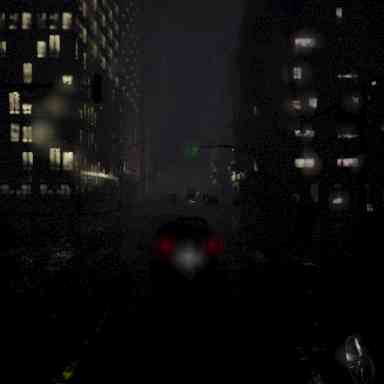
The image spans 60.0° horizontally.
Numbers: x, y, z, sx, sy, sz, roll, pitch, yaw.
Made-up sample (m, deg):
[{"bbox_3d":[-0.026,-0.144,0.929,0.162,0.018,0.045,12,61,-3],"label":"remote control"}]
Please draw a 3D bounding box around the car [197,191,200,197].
[{"bbox_3d":[2.439,0.961,62.819,2.008,1.369,4.403,0,1,0],"label":"car"}]

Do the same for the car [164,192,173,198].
[{"bbox_3d":[-6.033,0.762,85.378,2.008,1.369,4.403,0,0,0],"label":"car"}]

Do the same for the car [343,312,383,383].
[{"bbox_3d":[2.683,1.543,2.233,1.947,1.339,4.313,0,1,0],"label":"car"}]

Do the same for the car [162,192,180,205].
[{"bbox_3d":[-3.281,1.093,47.902,2.033,1.411,5.357,0,1,0],"label":"car"}]

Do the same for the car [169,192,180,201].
[{"bbox_3d":[-3.283,0.883,63.446,1.882,1.535,5.008,0,1,0],"label":"car"}]

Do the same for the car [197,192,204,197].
[{"bbox_3d":[2.324,0.743,91.061,1.802,1.307,4.206,0,0,0],"label":"car"}]

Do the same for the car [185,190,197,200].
[{"bbox_3d":[-0.267,0.882,66.425,1.837,1.490,4.892,0,1,0],"label":"car"}]

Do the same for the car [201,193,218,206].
[{"bbox_3d":[2.563,1.161,44.255,1.802,1.307,4.206,0,1,0],"label":"car"}]

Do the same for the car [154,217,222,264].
[{"bbox_3d":[-0.349,1.490,11.359,1.895,1.301,4.718,0,1,-7],"label":"car"}]

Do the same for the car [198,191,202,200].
[{"bbox_3d":[2.461,1.012,57.171,2.008,1.369,4.403,0,1,0],"label":"car"}]

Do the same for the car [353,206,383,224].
[{"bbox_3d":[14.544,1.593,24.623,4.829,1.417,1.752,1,-1,-1],"label":"car"}]
